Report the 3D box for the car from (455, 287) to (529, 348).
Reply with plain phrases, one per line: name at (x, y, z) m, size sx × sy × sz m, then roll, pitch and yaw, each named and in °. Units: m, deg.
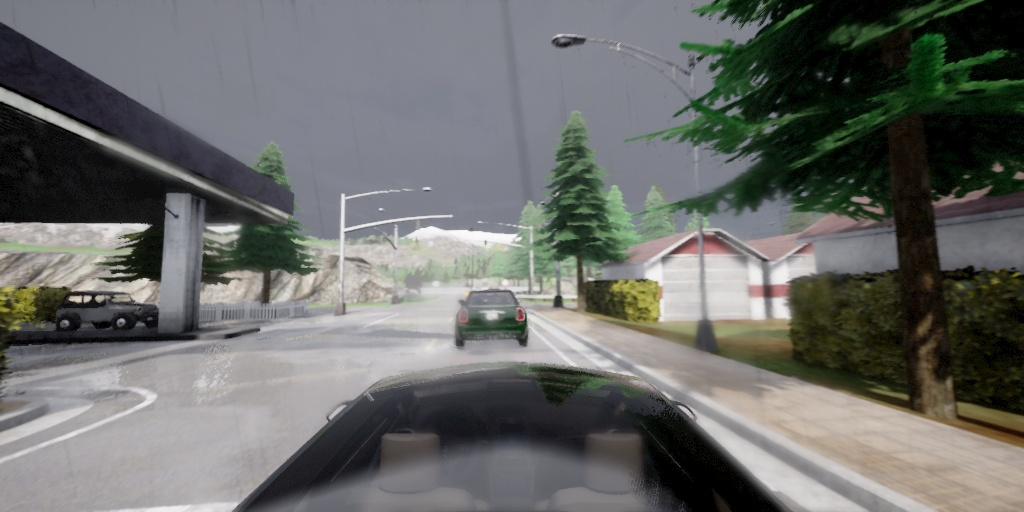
car at (-0.722, 1.830, 11.975) m, size 2.097 × 1.767 × 4.553 m, roll -1°, pitch -4°, yaw -5°
